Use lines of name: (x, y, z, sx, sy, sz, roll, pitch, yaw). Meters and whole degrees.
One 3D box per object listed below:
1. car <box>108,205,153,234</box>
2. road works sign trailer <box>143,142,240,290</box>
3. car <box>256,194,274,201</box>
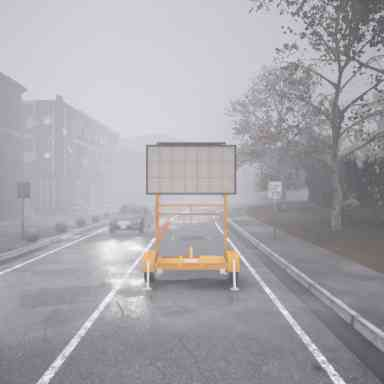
car: (-3.442, 1.497, 19.284, 2.128, 1.511, 4.902, 0, 0, 1)
road works sign trailer: (-0.022, 0.467, 9.028, 2.380, 3.560, 2.880, 0, 0, 0)
car: (15.869, 1.145, 71.483, 4.902, 1.511, 2.128, -1, 0, -34)
